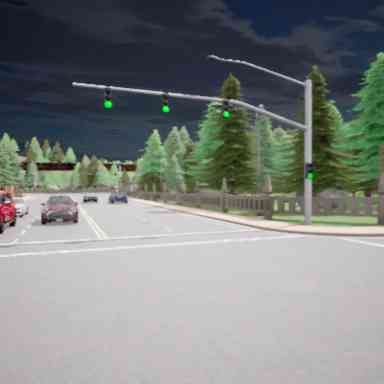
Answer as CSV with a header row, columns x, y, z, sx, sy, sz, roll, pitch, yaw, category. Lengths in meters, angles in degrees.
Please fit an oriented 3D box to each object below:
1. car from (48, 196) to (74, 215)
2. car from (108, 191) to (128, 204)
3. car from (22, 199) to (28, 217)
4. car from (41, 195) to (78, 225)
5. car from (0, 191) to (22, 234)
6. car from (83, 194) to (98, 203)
x,y,z,sx,sy,sz,roll,pitch,yaw,category
-11.641,1.141,29.685,1.994,1.385,4.181,-1,1,-21,car
-10.238,0.672,45.794,2.097,1.767,4.553,-1,1,-21,car
-14.031,1.168,26.113,1.812,1.442,4.674,-1,1,-20,car
-8.576,1.043,21.639,2.097,1.767,4.553,-1,1,-21,car
-10.649,0.988,17.341,2.150,2.045,5.566,-1,1,-19,car
-14.688,0.905,47.875,1.895,1.301,4.718,-1,1,-21,car
